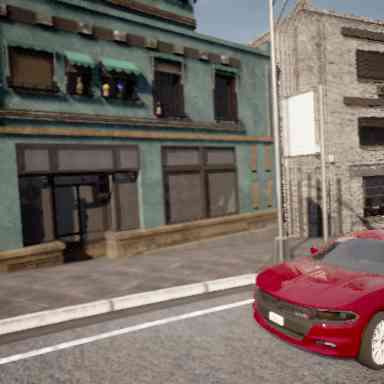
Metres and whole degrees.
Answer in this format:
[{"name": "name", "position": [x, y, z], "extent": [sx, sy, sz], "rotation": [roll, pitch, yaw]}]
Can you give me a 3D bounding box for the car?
[{"name": "car", "position": [3.313, 1.413, 5.695], "extent": [5.008, 1.535, 1.882], "rotation": [0, 1, -29]}]
